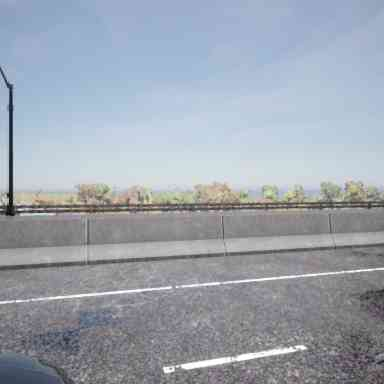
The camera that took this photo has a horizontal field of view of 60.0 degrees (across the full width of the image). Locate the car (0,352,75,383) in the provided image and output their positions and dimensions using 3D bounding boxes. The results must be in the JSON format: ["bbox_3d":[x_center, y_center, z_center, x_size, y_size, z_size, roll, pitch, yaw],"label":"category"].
[{"bbox_3d":[-2.967,1.493,1.422,4.902,1.511,2.128,0,0,-18],"label":"car"}]
